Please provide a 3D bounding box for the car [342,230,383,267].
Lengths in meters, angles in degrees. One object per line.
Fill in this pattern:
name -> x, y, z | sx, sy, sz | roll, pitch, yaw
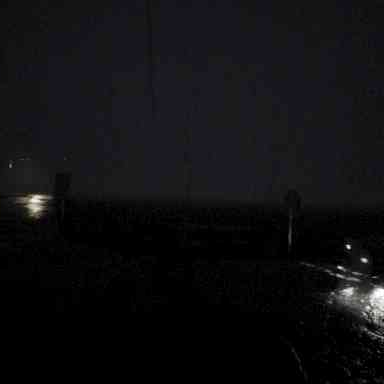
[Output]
car -> 7.656, 1.774, 11.201 | 5.357, 1.411, 2.033 | 2, 1, -25
